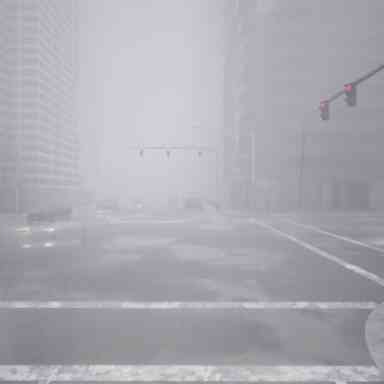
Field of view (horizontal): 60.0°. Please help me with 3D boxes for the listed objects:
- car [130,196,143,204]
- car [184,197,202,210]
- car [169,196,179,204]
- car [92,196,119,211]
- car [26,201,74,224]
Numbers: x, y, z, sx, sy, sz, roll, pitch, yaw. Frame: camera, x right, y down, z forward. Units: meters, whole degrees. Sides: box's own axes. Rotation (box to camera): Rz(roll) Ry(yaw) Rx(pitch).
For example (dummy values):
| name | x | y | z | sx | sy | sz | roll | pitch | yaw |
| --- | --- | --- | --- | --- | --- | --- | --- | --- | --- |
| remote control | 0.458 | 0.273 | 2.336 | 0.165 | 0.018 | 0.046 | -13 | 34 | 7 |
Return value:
| name | x | y | z | sx | sy | sz | roll | pitch | yaw |
| --- | --- | --- | --- | --- | --- | --- | --- | --- | --- |
| car | -10.447 | 1.530 | 63.132 | 1.837 | 1.490 | 4.892 | 0 | 0 | 0 |
| car | 0.138 | 1.365 | 42.245 | 2.097 | 1.767 | 4.553 | 0 | 0 | 0 |
| car | -3.441 | 1.510 | 63.535 | 2.128 | 1.511 | 4.902 | 0 | 0 | 0 |
| car | -10.553 | 1.560 | 42.079 | 2.033 | 1.411 | 5.357 | 0 | 0 | 0 |
| car | -10.575 | 1.485 | 25.096 | 1.882 | 1.535 | 5.008 | 0 | 0 | 0 |
